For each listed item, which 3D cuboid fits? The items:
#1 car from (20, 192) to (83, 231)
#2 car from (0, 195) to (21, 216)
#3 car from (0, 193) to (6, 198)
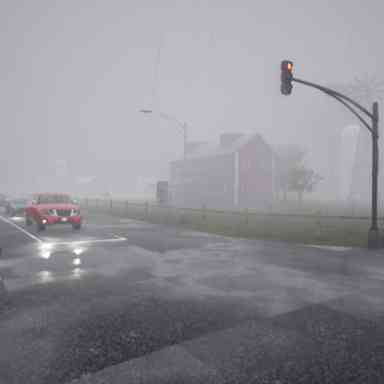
[{"bbox_3d":[-8.160,1.043,19.365,2.150,2.045,5.566,2,-1,-35],"label":"car"},{"bbox_3d":[-14.805,1.259,28.674,2.033,1.411,5.357,2,0,-36],"label":"car"},{"bbox_3d":[-24.261,0.912,42.022,2.097,1.767,4.553,2,0,-35],"label":"car"}]
